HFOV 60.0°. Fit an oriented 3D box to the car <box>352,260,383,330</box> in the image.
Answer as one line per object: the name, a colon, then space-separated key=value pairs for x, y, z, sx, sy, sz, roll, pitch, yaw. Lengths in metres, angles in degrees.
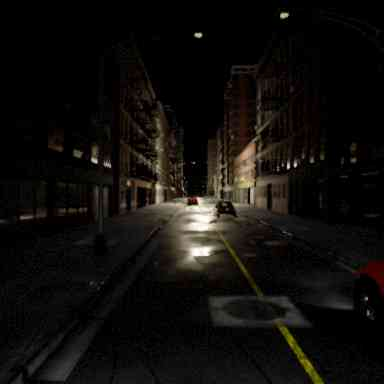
car: x=3.902 y=1.367 z=4.082 sx=2.097 sy=1.767 sz=4.553 roll=0 pitch=0 yaw=0

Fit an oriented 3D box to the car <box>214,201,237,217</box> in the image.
car: x=3.129 y=1.596 z=31.921 sx=2.033 sy=1.411 sz=5.357 roll=0 pitch=0 yaw=0

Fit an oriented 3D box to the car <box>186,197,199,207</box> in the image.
car: x=0.105 y=1.553 z=54.357 sx=1.882 sy=1.535 sz=5.008 roll=0 pitch=0 yaw=0
